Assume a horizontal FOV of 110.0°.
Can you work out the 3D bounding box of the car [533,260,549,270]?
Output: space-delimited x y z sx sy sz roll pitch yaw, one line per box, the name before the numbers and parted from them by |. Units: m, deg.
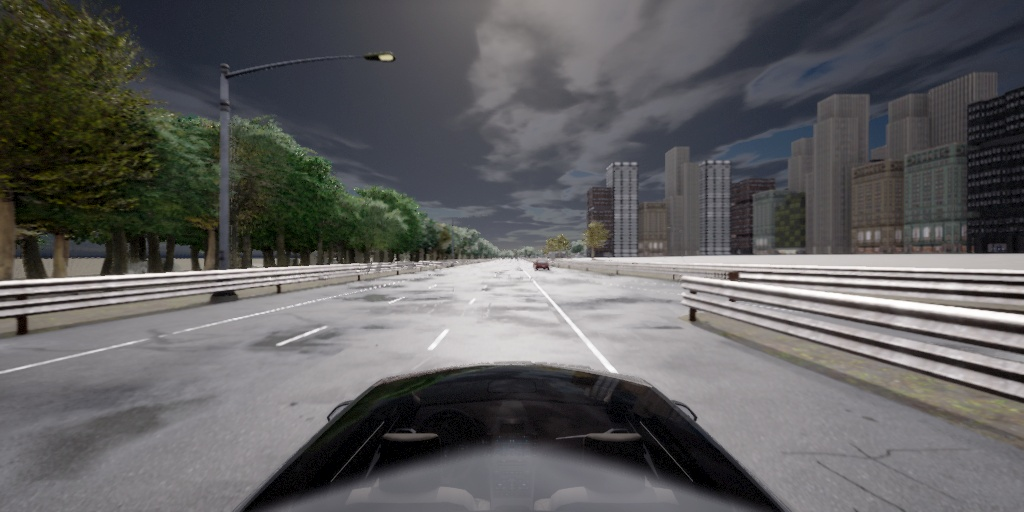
car | 4.385 1.364 54.727 1.882 1.535 5.008 0 0 -5
